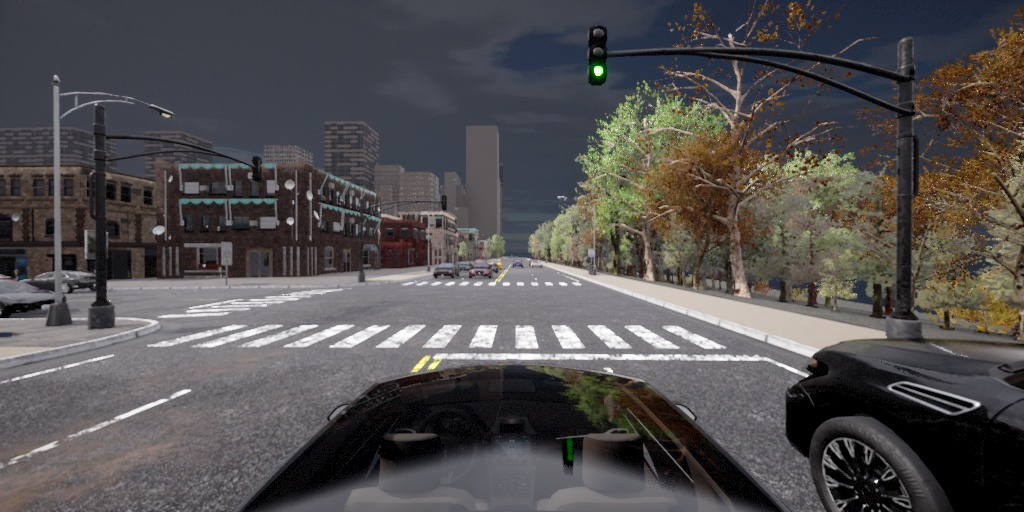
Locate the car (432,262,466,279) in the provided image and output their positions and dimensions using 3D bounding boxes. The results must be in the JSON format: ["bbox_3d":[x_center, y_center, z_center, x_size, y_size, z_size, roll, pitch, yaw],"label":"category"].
[{"bbox_3d":[-6.081,1.347,34.111,2.033,1.411,5.357,0,0,1],"label":"car"}]

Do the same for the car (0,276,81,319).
[{"bbox_3d":[-19.767,1.585,13.625,4.313,1.339,1.948,0,0,1],"label":"car"}]

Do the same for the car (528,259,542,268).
[{"bbox_3d":[4.366,1.443,64.041,1.895,1.301,4.718,0,0,1],"label":"car"}]

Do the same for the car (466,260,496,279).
[{"bbox_3d":[-2.838,1.363,33.628,1.994,1.385,4.181,0,0,1],"label":"car"}]

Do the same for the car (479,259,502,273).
[{"bbox_3d":[-2.659,1.377,43.693,1.994,1.385,4.181,0,0,2],"label":"car"}]

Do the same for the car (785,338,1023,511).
[{"bbox_3d":[3.320,0.970,0.588,2.150,2.045,5.566,0,0,1],"label":"car"}]

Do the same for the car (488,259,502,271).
[{"bbox_3d":[-2.493,1.305,53.717,1.882,1.535,5.008,0,0,1],"label":"car"}]

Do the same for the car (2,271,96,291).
[{"bbox_3d":[-27.958,1.595,22.273,4.403,1.370,2.007,0,0,1],"label":"car"}]

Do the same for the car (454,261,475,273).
[{"bbox_3d":[-5.900,1.378,44.866,1.994,1.385,4.181,0,0,1],"label":"car"}]

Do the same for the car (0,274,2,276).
[{"bbox_3d":[-33.493,1.689,22.371,4.207,1.307,1.802,0,0,1],"label":"car"}]

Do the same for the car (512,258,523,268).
[{"bbox_3d":[1.006,1.367,63.711,1.812,1.442,4.674,0,0,1],"label":"car"}]
